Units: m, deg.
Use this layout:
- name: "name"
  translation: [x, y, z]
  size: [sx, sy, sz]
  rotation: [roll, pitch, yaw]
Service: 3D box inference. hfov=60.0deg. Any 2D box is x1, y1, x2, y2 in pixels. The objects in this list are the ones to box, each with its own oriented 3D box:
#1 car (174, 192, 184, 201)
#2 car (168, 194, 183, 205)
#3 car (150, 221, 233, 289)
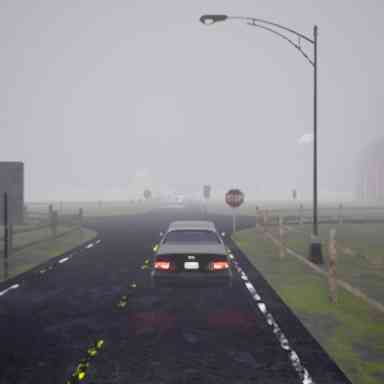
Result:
- name: "car"
  translation: [-2.910, 1.096, 70.236]
  size: [2.150, 2.045, 5.566]
  rotation: [0, 0, 0]
- name: "car"
  translation: [-2.947, 1.473, 54.826]
  size: [1.895, 1.301, 4.718]
  rotation: [0, 0, 0]
- name: "car"
  translation: [0.003, 1.510, 9.184]
  size: [2.033, 1.411, 5.357]
  rotation: [0, 0, 0]
